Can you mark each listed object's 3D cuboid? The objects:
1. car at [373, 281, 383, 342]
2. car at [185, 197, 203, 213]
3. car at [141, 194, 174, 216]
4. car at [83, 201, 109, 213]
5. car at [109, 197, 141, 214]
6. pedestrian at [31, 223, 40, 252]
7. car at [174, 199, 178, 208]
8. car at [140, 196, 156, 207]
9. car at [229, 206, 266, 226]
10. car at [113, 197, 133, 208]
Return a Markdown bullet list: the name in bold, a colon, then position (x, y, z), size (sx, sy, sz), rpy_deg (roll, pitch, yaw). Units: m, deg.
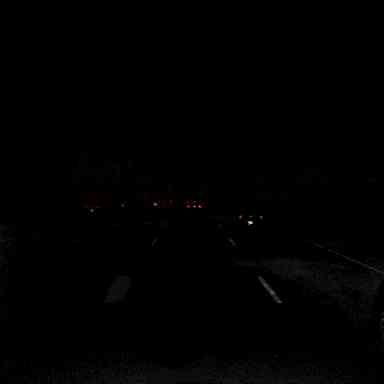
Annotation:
- **car**: position (3.599, 1.493, 3.008), size (2.128, 1.511, 4.902), rpy_deg (0, 0, 0)
- **car**: position (0.258, 1.547, 36.758), size (2.033, 1.411, 5.357), rpy_deg (0, 0, 0)
- **car**: position (-3.261, 1.220, 32.640), size (2.150, 2.045, 5.566), rpy_deg (0, 0, 0)
- **car**: position (-10.244, 1.600, 36.414), size (1.895, 1.301, 4.718), rpy_deg (0, 0, 0)
- **car**: position (-6.759, 1.354, 35.076), size (2.097, 1.767, 4.553), rpy_deg (0, 0, 2)
- **pedestrian**: position (-5.902, 1.674, 12.513), size (0.500, 1.100, 0.500), rpy_deg (0, 0, 0)
- **car**: position (-3.201, 1.505, 47.276), size (1.837, 1.490, 4.892), rpy_deg (0, 0, 0)
- **car**: position (-6.692, 1.478, 50.945), size (1.882, 1.535, 5.008), rpy_deg (0, 0, 0)
- **car**: position (3.698, 1.601, 23.092), size (1.895, 1.301, 4.718), rpy_deg (0, 0, 0)
- **car**: position (-10.174, 1.547, 49.465), size (2.033, 1.411, 5.357), rpy_deg (0, 0, -2)
